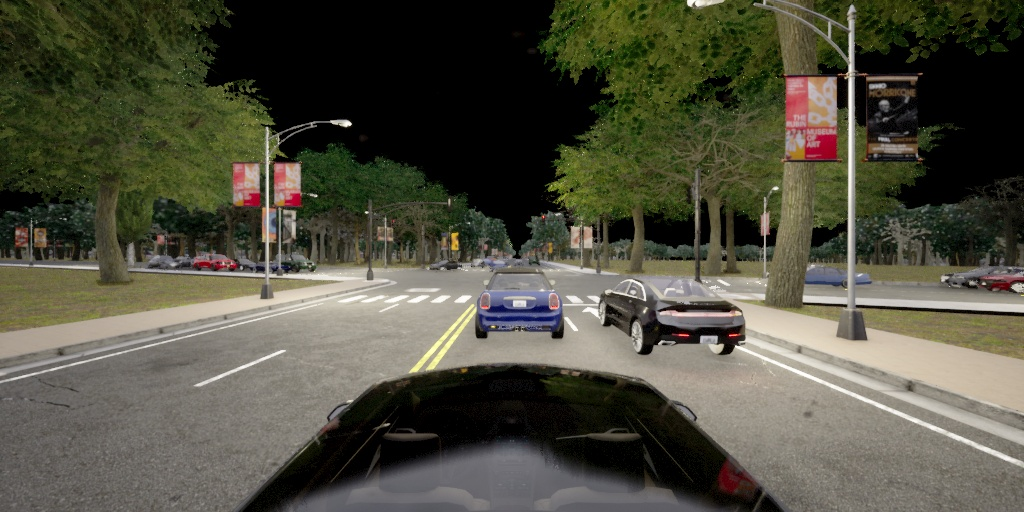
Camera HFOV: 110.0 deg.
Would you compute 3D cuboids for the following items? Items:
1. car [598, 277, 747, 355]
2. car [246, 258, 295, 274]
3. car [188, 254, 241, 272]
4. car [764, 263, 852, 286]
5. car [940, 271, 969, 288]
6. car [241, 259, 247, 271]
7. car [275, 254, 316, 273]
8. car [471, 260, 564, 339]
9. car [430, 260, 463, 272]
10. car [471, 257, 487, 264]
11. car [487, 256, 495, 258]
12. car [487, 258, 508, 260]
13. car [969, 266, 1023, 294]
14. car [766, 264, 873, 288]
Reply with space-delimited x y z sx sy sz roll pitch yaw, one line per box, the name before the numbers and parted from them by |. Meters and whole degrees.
car | 3.438 1.242 8.660 2.128 1.511 4.902 0 0 0
car | -25.988 1.226 38.585 4.718 1.301 1.895 0 0 27
car | -35.577 0.795 42.888 5.566 2.045 2.150 0 0 24
car | 22.637 1.374 27.708 4.902 1.511 2.128 0 0 26
car | 31.847 1.431 23.597 4.902 1.511 2.128 0 0 24
car | -34.649 1.076 46.041 4.892 1.490 1.837 0 0 24
car | -25.491 0.842 41.942 5.566 2.045 2.150 0 0 24
car | 0.203 1.102 10.252 2.097 1.767 4.553 0 0 1
car | -8.424 1.258 46.398 1.837 1.490 4.892 3 1 36
car | -5.533 1.251 58.588 2.128 1.511 4.902 0 0 1
car | -2.303 1.250 57.245 2.128 1.511 4.902 0 0 2
car | -1.700 1.268 43.698 1.812 1.442 4.674 0 0 -10
car | 30.693 1.419 20.555 5.008 1.535 1.882 1 0 24
car | 21.169 1.430 24.839 5.357 1.411 2.033 0 0 21
